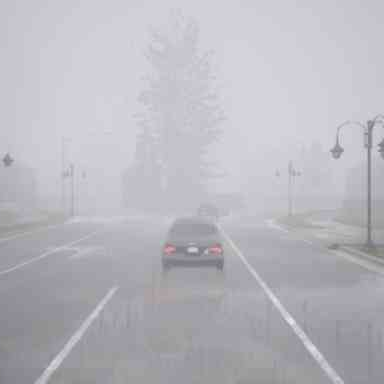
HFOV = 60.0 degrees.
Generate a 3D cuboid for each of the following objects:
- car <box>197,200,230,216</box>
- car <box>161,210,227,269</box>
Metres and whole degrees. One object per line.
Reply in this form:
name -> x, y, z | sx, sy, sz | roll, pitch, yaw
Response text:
car -> 1.959, 1.511, 29.659 | 1.837, 1.490, 4.892 | -1, 0, 22
car -> 0.048, 1.549, 11.114 | 2.033, 1.411, 5.357 | 0, 0, 1
